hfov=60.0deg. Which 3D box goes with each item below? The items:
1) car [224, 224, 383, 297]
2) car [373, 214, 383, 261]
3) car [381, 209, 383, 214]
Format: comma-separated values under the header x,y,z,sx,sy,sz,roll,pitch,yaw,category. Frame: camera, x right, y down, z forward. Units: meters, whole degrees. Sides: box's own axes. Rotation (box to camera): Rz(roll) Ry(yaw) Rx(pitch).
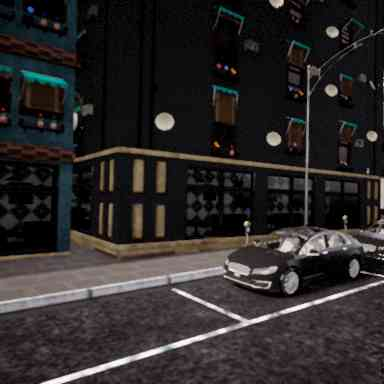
x,y,z,sx,sy,sz,roll,pitch,yaw,category
2.793,1.620,8.685,4.403,1.369,2.008,1,1,-35,car
7.290,1.674,11.905,4.403,1.369,2.008,1,1,-35,car
20.712,1.790,34.903,2.192,1.841,5.009,2,-1,-35,car
